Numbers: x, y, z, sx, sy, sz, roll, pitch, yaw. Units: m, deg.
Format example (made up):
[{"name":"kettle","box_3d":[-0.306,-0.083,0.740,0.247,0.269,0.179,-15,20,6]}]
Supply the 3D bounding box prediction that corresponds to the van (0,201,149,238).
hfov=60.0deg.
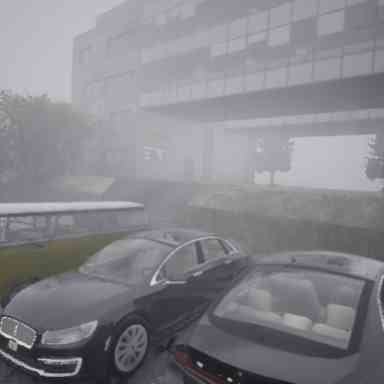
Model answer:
[{"name":"van","box_3d":[-2.935,1.201,7.233,1.878,1.987,4.442,1,0,36]}]

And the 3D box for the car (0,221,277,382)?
[{"name":"car","box_3d":[-0.591,1.451,5.711,2.231,1.521,4.892,1,0,36]}]
